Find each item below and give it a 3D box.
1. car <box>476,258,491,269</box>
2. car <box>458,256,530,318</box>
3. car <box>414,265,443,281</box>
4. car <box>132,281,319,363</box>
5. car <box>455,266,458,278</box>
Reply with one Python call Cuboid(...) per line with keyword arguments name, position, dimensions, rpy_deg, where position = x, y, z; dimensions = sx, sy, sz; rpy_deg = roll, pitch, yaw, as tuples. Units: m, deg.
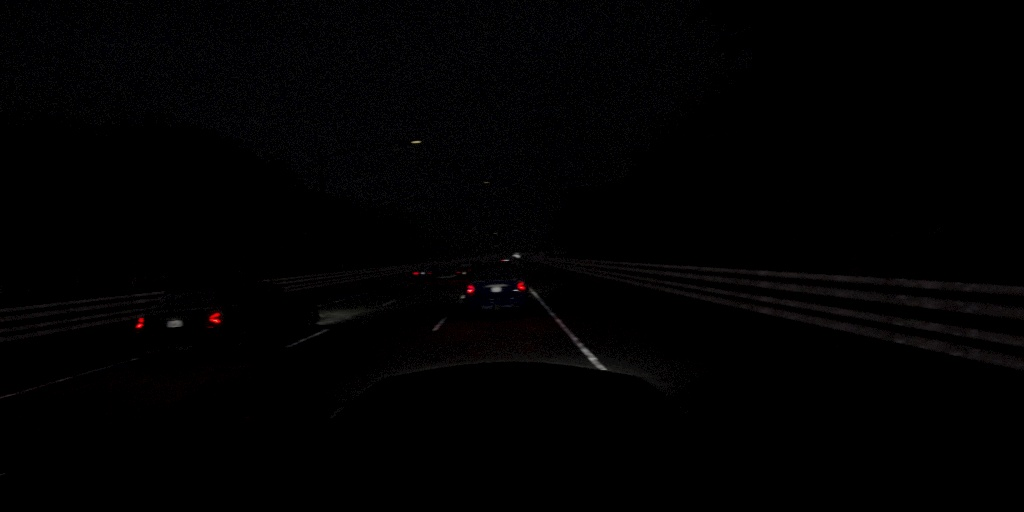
Cuboid(name="car", position=(-4.421, 1.166, 56.982), dimensions=(1.882, 1.535, 5.008), rpy_deg=(-3, 0, 1))
Cuboid(name="car", position=(-0.557, 1.056, 13.268), dimensions=(2.097, 1.767, 4.553), rpy_deg=(-3, 0, -2))
Cuboid(name="car", position=(-7.919, 1.578, 34.221), dimensions=(2.033, 1.411, 5.357), rpy_deg=(-3, 0, 0))
Cuboid(name="car", position=(-7.331, 1.479, 9.839), dimensions=(2.097, 1.767, 4.553), rpy_deg=(-3, 0, -2))
Cuboid(name="car", position=(-4.419, 1.344, 35.085), dimensions=(1.812, 1.442, 4.674), rpy_deg=(-3, 0, -1))
